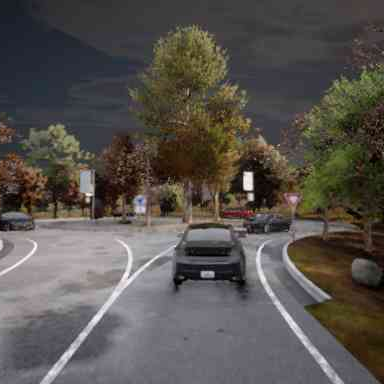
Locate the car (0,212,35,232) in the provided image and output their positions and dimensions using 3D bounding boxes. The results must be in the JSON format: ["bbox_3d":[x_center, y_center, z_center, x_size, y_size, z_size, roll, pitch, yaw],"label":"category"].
[{"bbox_3d":[-14.856,2.475,27.953,1.837,1.490,4.892,0,-2,-43],"label":"car"}]

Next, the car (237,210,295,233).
[{"bbox_3d":[6.164,2.397,26.286,4.892,1.490,1.837,2,-2,-36],"label":"car"}]

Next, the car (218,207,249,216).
[{"bbox_3d":[6.627,3.355,52.986,5.566,2.045,2.150,-2,-4,37],"label":"car"}]

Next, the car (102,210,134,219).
[{"bbox_3d":[-11.915,3.589,53.580,4.718,1.301,1.895,1,-3,-30],"label":"car"}]

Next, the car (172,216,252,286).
[{"bbox_3d":[0.562,1.681,9.926,1.837,1.490,4.892,0,-2,5],"label":"car"}]
